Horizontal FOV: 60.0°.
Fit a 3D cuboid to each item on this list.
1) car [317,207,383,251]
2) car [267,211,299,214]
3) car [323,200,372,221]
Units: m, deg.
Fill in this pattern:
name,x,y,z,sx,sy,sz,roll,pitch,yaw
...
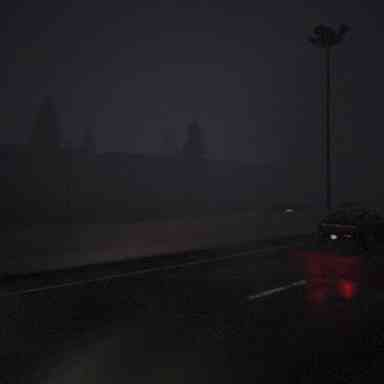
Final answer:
name,x,y,z,sx,sy,sz,roll,pitch,yaw
car,7.274,1.491,14.178,4.902,1.511,2.128,0,0,-39
car,7.778,1.510,28.390,4.902,1.511,2.128,0,0,-39
car,13.345,1.507,28.427,4.892,1.490,1.837,0,0,-39
